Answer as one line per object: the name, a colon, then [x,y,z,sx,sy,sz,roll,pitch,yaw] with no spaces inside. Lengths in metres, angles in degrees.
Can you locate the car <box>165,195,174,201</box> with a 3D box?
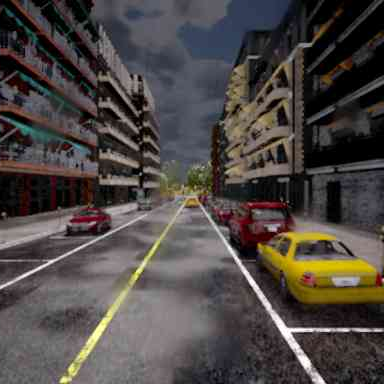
car: [-5.714,1.530,85.063,1.752,1.417,4.829,-1,0,0]

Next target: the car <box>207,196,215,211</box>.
car: [2.670,1.443,30.040,1.967,1.590,4.097,-1,0,0]

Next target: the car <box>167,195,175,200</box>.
car: [-5.713,1.571,90.756,1.947,1.339,4.313,-1,0,0]

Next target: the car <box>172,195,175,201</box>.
car: [-5.713,1.550,79.708,1.887,1.381,4.507,-1,0,0]

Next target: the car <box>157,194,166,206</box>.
car: [-5.714,1.319,52.086,2.192,1.841,5.009,-1,0,0]

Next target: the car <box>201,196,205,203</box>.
car: [2.671,1.570,46.612,1.947,1.339,4.313,-1,0,0]

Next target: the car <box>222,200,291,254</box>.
car: [2.675,1.317,13.466,2.192,1.841,5.009,-1,0,0]

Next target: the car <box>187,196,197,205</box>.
car: [-0.007,1.530,59.546,1.812,1.442,4.674,0,0,0]

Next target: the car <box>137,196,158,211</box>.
car: [-5.708,1.554,41.039,2.008,1.369,4.403,-1,0,0]

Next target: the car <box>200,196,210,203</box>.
car: [2.668,1.530,68.878,1.752,1.417,4.829,-1,0,0]

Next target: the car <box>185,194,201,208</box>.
car: [-0.005,1.481,49.127,1.882,1.535,5.008,0,0,0]

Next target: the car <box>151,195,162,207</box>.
car: [-5.709,1.554,46.562,2.008,1.369,4.403,-1,0,0]

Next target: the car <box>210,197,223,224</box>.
car: [2.671,1.442,24.514,1.967,1.590,4.097,-1,0,0]

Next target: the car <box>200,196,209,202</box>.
car: [2.668,1.587,74.233,1.802,1.307,4.206,-1,0,0]

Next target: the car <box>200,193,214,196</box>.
car: [2.666,1.319,52.136,2.192,1.841,5.009,-1,0,0]

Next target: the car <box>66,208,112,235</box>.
car: [-5.705,1.583,18.942,1.802,1.307,4.206,-1,0,0]

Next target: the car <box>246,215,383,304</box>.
car: [2.684,1.526,8.112,1.752,1.417,4.829,-1,0,0]

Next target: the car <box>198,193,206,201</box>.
car: [2.662,1.320,90.806,2.192,1.841,5.009,-1,0,0]

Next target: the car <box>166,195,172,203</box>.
car: [-5.711,1.555,68.659,2.008,1.369,4.403,-1,0,0]

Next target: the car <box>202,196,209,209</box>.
car: [2.671,1.554,41.087,2.008,1.369,4.403,-1,0,0]

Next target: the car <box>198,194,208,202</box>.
car: [2.663,1.321,79.757,2.192,1.841,5.009,-1,0,0]
